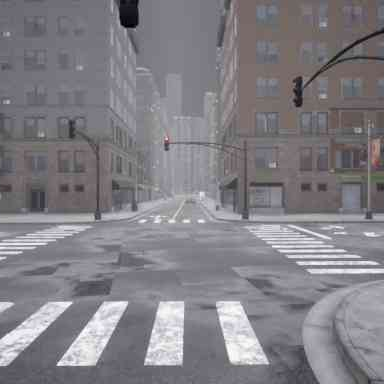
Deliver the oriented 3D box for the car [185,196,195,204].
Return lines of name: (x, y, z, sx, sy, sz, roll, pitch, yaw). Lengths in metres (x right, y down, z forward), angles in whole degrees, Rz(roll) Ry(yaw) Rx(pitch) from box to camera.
car: (-0.306, 1.650, 63.698, 1.895, 1.301, 4.718, 0, 0, 0)

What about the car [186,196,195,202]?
car: (-0.375, 1.484, 73.703, 1.895, 1.301, 4.718, 0, 0, 0)
